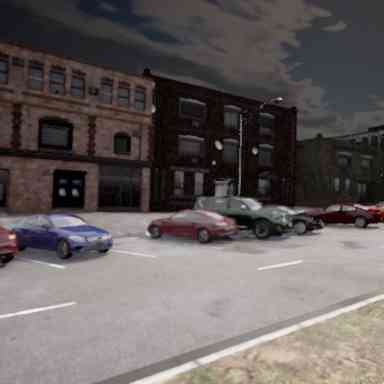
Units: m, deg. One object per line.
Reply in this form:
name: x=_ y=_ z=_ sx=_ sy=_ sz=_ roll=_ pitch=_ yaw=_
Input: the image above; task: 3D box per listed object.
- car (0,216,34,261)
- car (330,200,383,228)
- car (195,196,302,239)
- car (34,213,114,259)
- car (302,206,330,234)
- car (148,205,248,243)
car: x=-7.467 y=1.512 z=10.775 sx=4.674 sy=1.452 sz=2.002 roll=-1 pitch=-1 yaw=34
car: x=10.047 y=1.520 z=22.626 sx=5.008 sy=1.535 sz=2.097 roll=-1 pitch=-1 yaw=37
car: x=2.504 y=1.248 z=17.634 sx=5.566 sy=2.045 sz=2.435 roll=-1 pitch=-1 yaw=36
car: x=-4.997 y=1.519 z=12.521 sx=4.674 sy=1.452 sz=2.002 roll=-1 pitch=-1 yaw=35
car: x=4.990 y=1.507 z=19.327 sx=5.008 sy=1.535 sz=2.097 roll=-1 pitch=-1 yaw=36
car: x=-0.024 y=1.533 z=15.944 sx=4.674 sy=1.452 sz=2.002 roll=-1 pitch=-1 yaw=35
